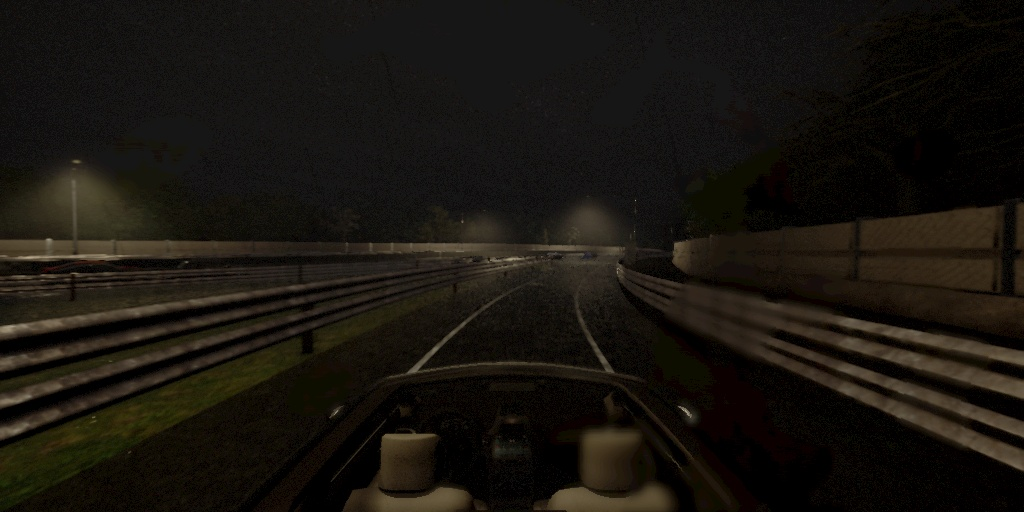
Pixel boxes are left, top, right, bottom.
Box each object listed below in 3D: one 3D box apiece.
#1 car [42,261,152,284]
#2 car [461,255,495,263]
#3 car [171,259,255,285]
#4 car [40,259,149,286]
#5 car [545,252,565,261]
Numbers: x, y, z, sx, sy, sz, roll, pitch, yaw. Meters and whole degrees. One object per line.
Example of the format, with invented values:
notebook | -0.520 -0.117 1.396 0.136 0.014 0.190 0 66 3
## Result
car | -27.310 1.244 23.899 1.812 1.442 4.674 2 2 37
car | -4.463 0.564 48.144 2.033 1.411 5.357 2 2 37
car | -21.393 1.026 25.888 2.097 1.767 4.553 2 2 37
car | -30.095 1.105 26.014 1.882 1.535 5.008 2 2 37
car | 7.694 0.094 64.116 2.128 1.511 4.902 2 3 37
